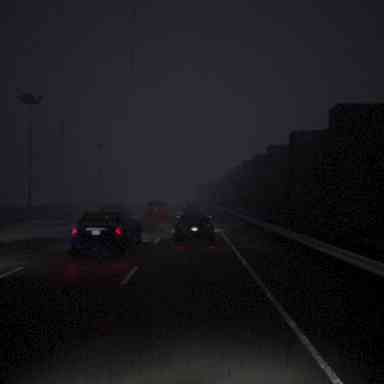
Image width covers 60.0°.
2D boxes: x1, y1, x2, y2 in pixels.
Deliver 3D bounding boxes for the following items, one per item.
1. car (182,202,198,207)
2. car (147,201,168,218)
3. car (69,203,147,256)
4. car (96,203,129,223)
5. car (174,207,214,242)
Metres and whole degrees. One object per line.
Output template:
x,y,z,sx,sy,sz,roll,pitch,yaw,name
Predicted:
-0.245,1.901,39.391,1.812,1.442,4.674,0,0,-2,car
-3.609,1.670,34.236,2.097,1.767,4.553,0,-1,-1,car
-3.382,1.477,13.857,2.097,1.767,4.553,0,-1,0,car
-6.990,1.775,29.829,1.837,1.490,4.892,0,0,-1,car
0.119,1.733,17.573,1.994,1.385,4.181,0,-1,0,car
